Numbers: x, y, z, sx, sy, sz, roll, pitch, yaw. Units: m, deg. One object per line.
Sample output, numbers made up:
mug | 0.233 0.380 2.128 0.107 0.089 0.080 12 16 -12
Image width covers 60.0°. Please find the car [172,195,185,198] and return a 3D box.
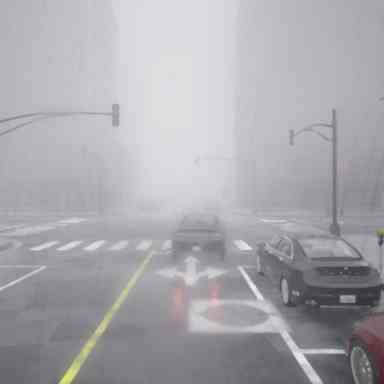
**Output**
car | -2.937 1.996 73.750 1.994 1.385 4.181 0 0 0

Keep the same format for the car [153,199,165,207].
car | -5.816 1.947 59.517 1.802 1.307 4.206 0 0 0

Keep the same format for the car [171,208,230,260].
car | 0.387 1.571 12.802 2.128 1.511 4.902 0 0 6

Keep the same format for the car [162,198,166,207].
car | -5.824 1.896 53.849 1.947 1.339 4.313 0 0 0

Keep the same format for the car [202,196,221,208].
car | 2.686 1.702 42.503 1.967 1.590 4.097 0 0 0

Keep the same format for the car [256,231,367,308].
car | 2.647 1.600 7.853 2.008 1.369 4.403 0 0 0

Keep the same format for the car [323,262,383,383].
car | 2.664 1.597 2.259 1.802 1.307 4.206 0 0 0

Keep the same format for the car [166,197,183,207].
car | -3.007 1.959 58.371 1.895 1.301 4.718 0 0 1

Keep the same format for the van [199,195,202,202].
van | 2.718 1.741 65.180 1.690 1.788 3.998 0 0 0

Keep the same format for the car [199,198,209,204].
car | 2.734 2.018 76.517 2.008 1.369 4.403 0 0 0

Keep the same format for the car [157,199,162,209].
car | -5.832 1.736 48.181 1.967 1.590 4.097 0 0 0

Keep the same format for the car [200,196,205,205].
car | 2.702 1.772 53.841 1.967 1.590 4.097 0 0 0

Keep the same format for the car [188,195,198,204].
car | 0.063 1.962 72.899 1.812 1.442 4.674 0 0 0

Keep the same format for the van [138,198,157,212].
van | -5.840 1.601 42.514 1.690 1.788 3.998 0 0 0
